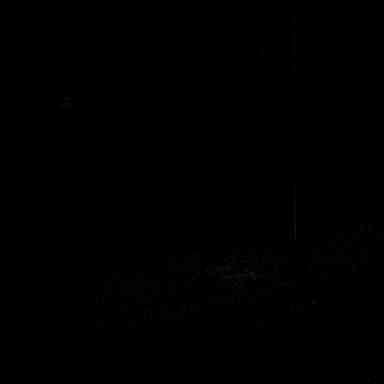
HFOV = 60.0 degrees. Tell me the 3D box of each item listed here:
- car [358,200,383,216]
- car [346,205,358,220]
[{"bbox_3d":[15.930,1.336,29.076,1.947,1.339,4.313,0,0,-35],"label":"car"},{"bbox_3d":[9.394,1.361,24.418,1.947,1.339,4.313,0,0,-35],"label":"car"}]
